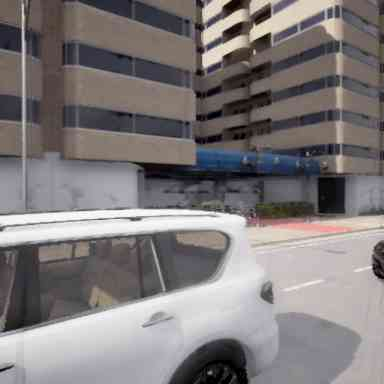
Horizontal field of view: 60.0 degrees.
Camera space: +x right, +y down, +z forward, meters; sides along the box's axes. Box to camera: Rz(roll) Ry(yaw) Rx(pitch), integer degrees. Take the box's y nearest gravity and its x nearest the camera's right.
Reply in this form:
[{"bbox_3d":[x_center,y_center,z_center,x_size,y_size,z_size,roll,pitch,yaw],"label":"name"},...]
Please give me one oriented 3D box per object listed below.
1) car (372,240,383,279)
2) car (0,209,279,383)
[{"bbox_3d":[6.657,1.432,8.733,5.008,1.535,1.882,0,0,-36],"label":"car"},{"bbox_3d":[-1.682,1.222,2.793,5.566,2.045,2.150,0,0,-35],"label":"car"}]
